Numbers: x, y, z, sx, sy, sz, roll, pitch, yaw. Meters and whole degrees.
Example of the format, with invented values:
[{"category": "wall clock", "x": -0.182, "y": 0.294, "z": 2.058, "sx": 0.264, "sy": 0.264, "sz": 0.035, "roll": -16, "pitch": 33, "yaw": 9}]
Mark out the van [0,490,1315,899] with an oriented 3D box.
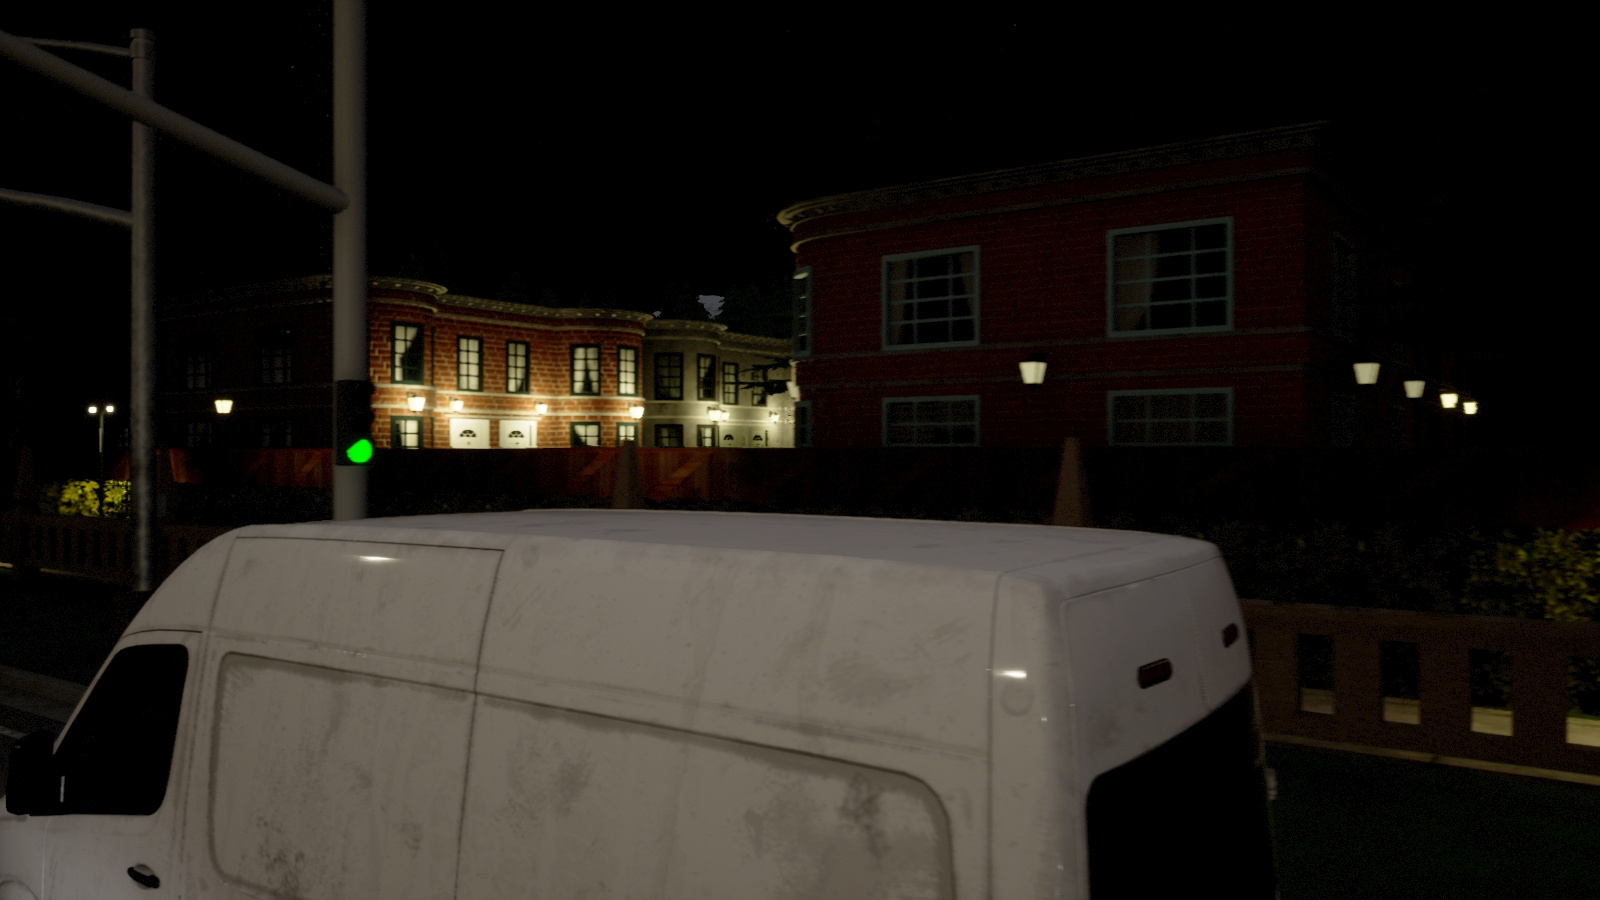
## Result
[{"category": "van", "x": -1.290, "y": 1.538, "z": 4.666, "sx": 5.915, "sy": 2.561, "sz": 1.988, "roll": 0, "pitch": 0, "yaw": 35}]
